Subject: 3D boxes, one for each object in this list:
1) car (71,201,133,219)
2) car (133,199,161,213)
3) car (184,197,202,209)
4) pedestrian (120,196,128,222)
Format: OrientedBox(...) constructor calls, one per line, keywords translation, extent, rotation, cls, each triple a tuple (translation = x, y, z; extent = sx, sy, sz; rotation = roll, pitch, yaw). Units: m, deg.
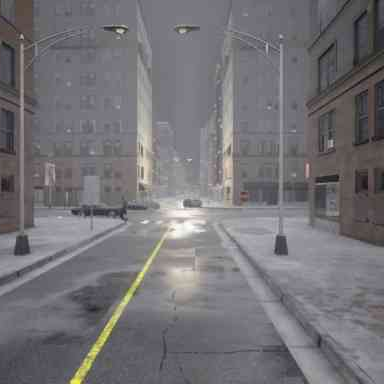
OrientedBox(translation=(-7.985, 1.616, 29.082), extent=(4.718, 1.301, 1.895), rotation=(0, 0, 14), cls="car")
OrientedBox(translation=(-5.879, 1.496, 36.534), extent=(4.902, 1.511, 2.128), rotation=(0, 0, 0), cls="car")
OrientedBox(translation=(0.112, 1.496, 46.023), extent=(2.128, 1.511, 4.902), rotation=(-1, 0, -13), cls="car")
OrientedBox(translation=(-4.759, 1.141, 23.144), extent=(0.375, 1.860, 0.375), rotation=(0, 0, 0), cls="pedestrian")
